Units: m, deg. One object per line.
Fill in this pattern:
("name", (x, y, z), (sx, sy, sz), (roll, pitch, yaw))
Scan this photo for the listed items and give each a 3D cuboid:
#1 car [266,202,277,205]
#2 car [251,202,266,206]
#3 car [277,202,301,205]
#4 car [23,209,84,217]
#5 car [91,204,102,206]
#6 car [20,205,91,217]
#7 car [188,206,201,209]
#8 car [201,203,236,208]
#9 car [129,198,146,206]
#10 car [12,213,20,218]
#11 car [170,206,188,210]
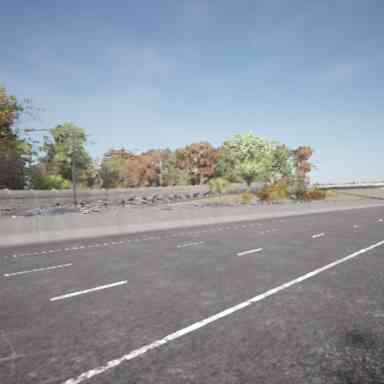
("car", (15.028, 2.411, 56.712), (1.837, 1.490, 4.892), (-2, -2, 42))
("car", (12.191, 2.484, 58.790), (2.128, 1.511, 4.902), (-2, -2, 42))
("car", (16.068, 2.296, 52.658), (2.128, 1.511, 4.902), (-2, -2, 42))
("car", (-9.323, 2.199, 24.298), (1.895, 1.301, 4.718), (-2, -2, 42))
("car", (-16.124, 2.190, 51.658), (1.895, 1.301, 4.718), (-2, 0, 18))
("car", (-11.194, 2.044, 27.462), (2.097, 1.767, 4.553), (-2, -2, 42))
("car", (2.069, 2.146, 42.286), (2.097, 1.767, 4.553), (-2, -2, 42))
("car", (3.740, 2.177, 38.910), (1.882, 1.535, 5.008), (-2, -2, 42))
("car", (-10.895, 1.933, 66.172), (1.812, 1.442, 4.674), (-2, 1, 21))
("car", (-13.493, 2.095, 30.018), (2.128, 1.511, 4.902), (5, 3, 42))
("car", (-0.809, 2.482, 44.310), (1.895, 1.301, 4.718), (-2, -2, 42))
